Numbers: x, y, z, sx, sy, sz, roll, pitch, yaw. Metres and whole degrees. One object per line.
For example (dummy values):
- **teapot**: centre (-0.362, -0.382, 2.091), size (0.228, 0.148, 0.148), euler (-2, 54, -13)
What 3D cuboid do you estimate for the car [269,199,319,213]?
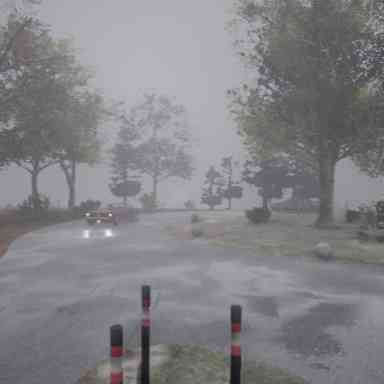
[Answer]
- **car**: centre (10.683, 1.382, 33.946), size (5.357, 1.411, 2.033), euler (0, 0, 5)

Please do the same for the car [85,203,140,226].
- **car**: centre (-5.077, 1.417, 21.754), size (1.895, 1.301, 4.718), euler (0, 0, 11)
